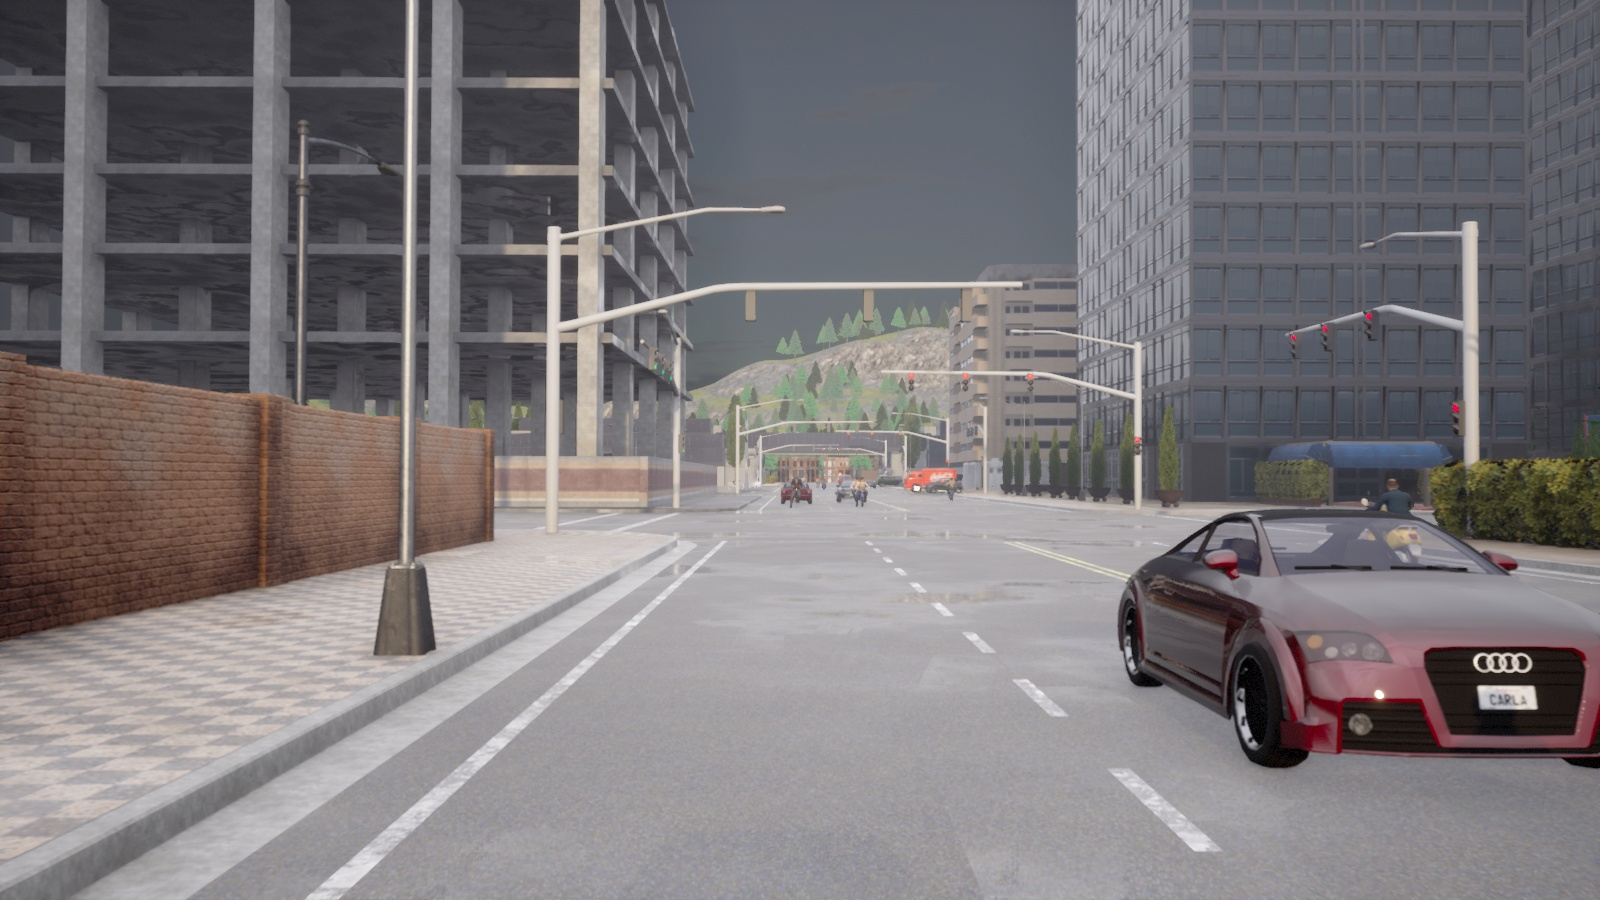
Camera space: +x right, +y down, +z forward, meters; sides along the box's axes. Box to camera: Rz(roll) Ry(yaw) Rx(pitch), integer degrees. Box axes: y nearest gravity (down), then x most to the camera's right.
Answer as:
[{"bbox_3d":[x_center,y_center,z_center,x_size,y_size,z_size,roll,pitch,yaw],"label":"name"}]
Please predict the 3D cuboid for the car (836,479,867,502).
[{"bbox_3d":[3.298,2.601,80.821,1.812,1.442,4.674,0,-1,0],"label":"car"}]

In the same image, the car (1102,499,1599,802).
[{"bbox_3d":[3.478,1.052,8.188,1.994,1.385,4.181,0,-1,0],"label":"car"}]

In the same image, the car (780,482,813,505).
[{"bbox_3d":[-0.186,2.550,74.432,1.895,1.301,4.718,0,-1,0],"label":"car"}]
